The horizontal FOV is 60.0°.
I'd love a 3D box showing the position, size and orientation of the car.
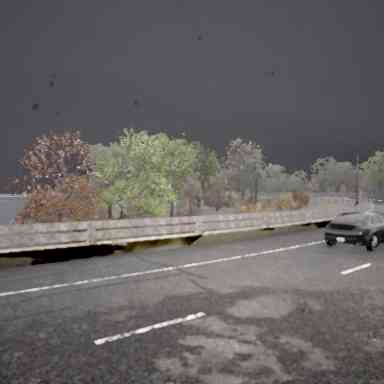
[{"bbox_3d":[7.663,1.650,14.908,4.892,1.490,1.837,0,0,-44],"label":"car"}]
